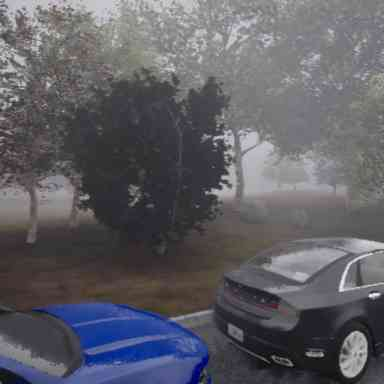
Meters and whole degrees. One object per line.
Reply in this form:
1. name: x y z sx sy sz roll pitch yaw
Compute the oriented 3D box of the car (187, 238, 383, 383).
1. car: 2.638 1.496 5.348 4.892 1.521 2.231 1 0 -30
